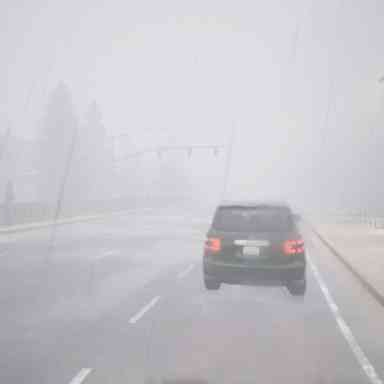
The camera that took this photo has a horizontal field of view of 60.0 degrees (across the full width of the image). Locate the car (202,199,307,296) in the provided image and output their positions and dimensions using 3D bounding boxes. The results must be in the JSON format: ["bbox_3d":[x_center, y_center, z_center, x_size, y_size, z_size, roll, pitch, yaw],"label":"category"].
[{"bbox_3d":[1.724,1.204,8.919,2.150,2.045,5.566,0,0,13],"label":"car"}]

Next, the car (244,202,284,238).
[{"bbox_3d":[4.113,1.439,18.678,1.882,1.535,5.008,0,0,14],"label":"car"}]
